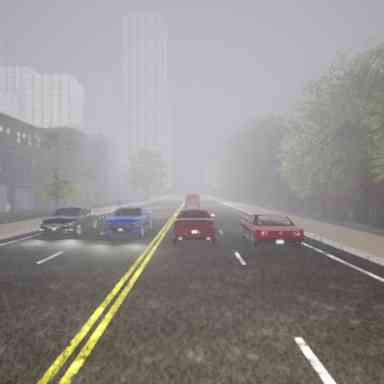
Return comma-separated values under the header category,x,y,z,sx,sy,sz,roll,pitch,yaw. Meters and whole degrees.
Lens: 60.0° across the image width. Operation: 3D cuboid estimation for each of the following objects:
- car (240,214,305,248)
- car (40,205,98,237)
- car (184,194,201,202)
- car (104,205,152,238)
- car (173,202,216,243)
category,x,y,z,sx,sy,sz,roll,pitch,yaw
car,3.351,1.606,14.852,1.895,1.301,4.718,0,0,0
car,-6.593,1.513,18.305,1.837,1.490,4.892,0,0,0
car,0.105,1.231,48.238,2.150,2.045,5.566,0,0,0
car,-3.343,1.485,18.043,1.882,1.535,5.008,0,0,0
car,0.102,1.484,16.172,1.882,1.535,5.008,0,0,0
